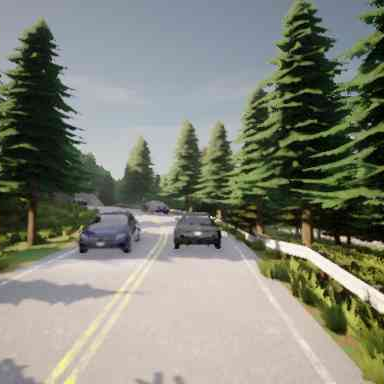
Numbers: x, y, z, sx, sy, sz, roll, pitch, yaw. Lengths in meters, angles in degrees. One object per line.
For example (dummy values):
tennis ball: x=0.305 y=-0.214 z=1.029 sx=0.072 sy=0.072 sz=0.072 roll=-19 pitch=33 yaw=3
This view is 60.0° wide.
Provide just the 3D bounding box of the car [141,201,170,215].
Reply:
car: x=-3.988 y=1.636 z=35.455 sx=2.033 sy=1.411 sz=5.357 roll=2 pitch=-1 yaw=-23

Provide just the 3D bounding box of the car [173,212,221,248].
car: x=0.183 y=1.604 z=15.011 sx=1.994 sy=1.385 sz=4.181 roll=0 pitch=0 yaw=-1

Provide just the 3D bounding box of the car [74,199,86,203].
car: x=-17.847 y=1.522 z=52.802 sx=2.033 sy=1.411 sz=5.357 roll=2 pitch=-3 yaw=-26

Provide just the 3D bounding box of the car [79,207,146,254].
car: x=-3.237 y=1.557 z=13.909 sx=1.812 sy=1.442 sz=4.674 roll=0 pitch=0 yaw=-1
